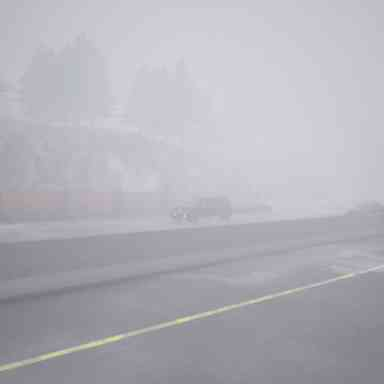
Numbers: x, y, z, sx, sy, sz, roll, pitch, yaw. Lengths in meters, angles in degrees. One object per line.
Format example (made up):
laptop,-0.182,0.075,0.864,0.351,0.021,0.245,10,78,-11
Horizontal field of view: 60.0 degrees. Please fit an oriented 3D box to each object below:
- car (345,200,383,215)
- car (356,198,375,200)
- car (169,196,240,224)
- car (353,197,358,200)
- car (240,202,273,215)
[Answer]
car,15.876,1.680,30.129,5.357,1.411,2.033,0,0,-43
car,22.655,1.747,41.896,1.994,1.385,4.181,0,0,43
car,0.861,1.335,26.442,5.566,2.045,2.150,0,0,-39
car,33.744,1.780,67.278,1.812,1.442,4.674,0,0,34
car,6.609,1.754,35.888,4.718,1.301,1.895,0,0,-42
